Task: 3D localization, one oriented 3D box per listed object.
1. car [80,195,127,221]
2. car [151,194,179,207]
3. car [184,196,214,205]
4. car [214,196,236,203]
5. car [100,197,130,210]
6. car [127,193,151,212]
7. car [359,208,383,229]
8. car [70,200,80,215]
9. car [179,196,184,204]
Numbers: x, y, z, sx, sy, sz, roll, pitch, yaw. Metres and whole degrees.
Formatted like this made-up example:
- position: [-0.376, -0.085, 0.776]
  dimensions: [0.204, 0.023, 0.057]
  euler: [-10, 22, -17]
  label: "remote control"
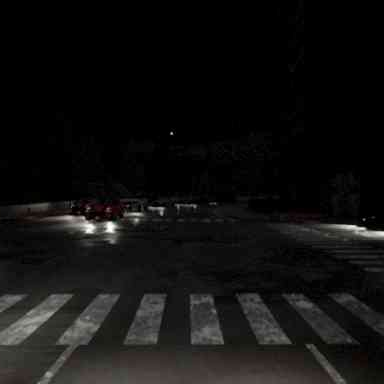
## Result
- position: [-7.015, 1.329, 26.921]
  dimensions: [2.097, 1.767, 4.553]
  euler: [0, 1, 1]
  label: "car"
- position: [-4.171, 1.465, 49.567]
  dimensions: [1.812, 1.442, 4.674]
  euler: [0, 0, 25]
  label: "car"
- position: [1.313, 1.454, 58.396]
  dimensions: [1.812, 1.442, 4.674]
  euler: [0, 0, 41]
  label: "car"
- position: [6.456, 1.465, 67.258]
  dimensions: [5.357, 1.411, 2.033]
  euler: [0, 0, -33]
  label: "car"
- position: [-9.708, 1.426, 42.280]
  dimensions: [1.882, 1.535, 5.008]
  euler: [0, 0, 10]
  label: "car"
- position: [-6.694, 1.177, 38.723]
  dimensions: [2.150, 2.045, 5.566]
  euler: [0, 0, 5]
  label: "car"
- position: [13.107, 1.593, 21.460]
  dimensions: [4.181, 1.385, 1.994]
  euler: [0, 0, 0]
  label: "car"
- position: [-10.382, 1.311, 33.082]
  dimensions: [2.097, 1.767, 4.553]
  euler: [0, 0, 3]
  label: "car"
- position: [-1.553, 1.451, 60.660]
  dimensions: [1.812, 1.442, 4.674]
  euler: [0, 0, 42]
  label: "car"
